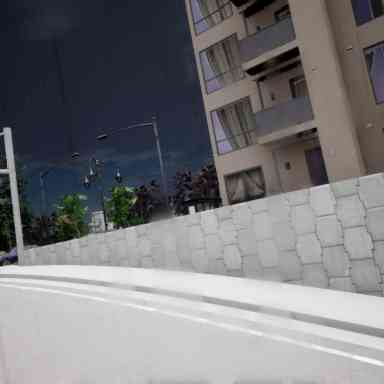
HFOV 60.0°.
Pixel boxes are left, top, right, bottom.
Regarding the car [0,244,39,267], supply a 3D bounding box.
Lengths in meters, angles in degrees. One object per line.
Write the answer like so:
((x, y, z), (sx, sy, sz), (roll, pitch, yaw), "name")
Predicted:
((-15.563, 5.661, 29.615), (2.097, 1.767, 4.553), (-15, -9, 35), "car")
